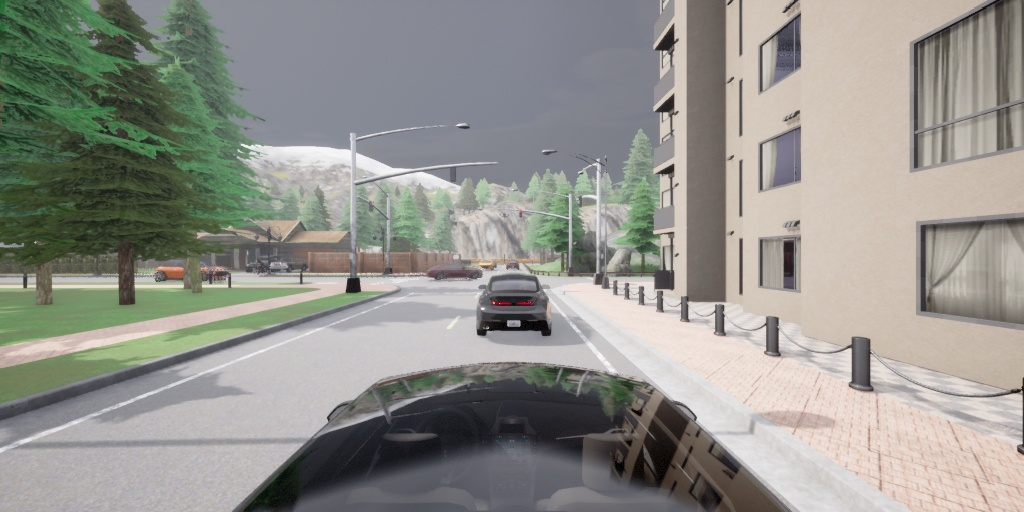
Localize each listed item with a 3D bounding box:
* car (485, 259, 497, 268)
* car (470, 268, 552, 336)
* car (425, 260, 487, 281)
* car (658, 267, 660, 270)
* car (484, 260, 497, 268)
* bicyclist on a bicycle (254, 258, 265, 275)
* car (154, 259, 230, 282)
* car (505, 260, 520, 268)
[{"bbox_3d":[-3.563,1.227,50.248,1.882,1.535,5.008,0,0,0],"label":"car"},{"bbox_3d":[0.062,1.255,10.382,1.837,1.490,4.892,0,0,0],"label":"car"},{"bbox_3d":[-4.751,1.269,29.449,4.674,1.442,1.812,0,1,-21],"label":"car"},{"bbox_3d":[16.028,0.987,32.081,5.566,2.045,2.150,0,0,-1],"label":"car"},{"bbox_3d":[-3.550,1.351,60.392,1.895,1.301,4.718,0,0,0],"label":"car"},{"bbox_3d":[-24.546,1.016,34.882,0.582,1.620,1.656,0,0,-1],"label":"bicyclist on a bicycle"},{"bbox_3d":[-24.273,1.088,27.398,4.553,1.767,2.097,0,0,-1],"label":"car"},{"bbox_3d":[0.123,1.275,53.547,1.812,1.442,4.674,0,0,0],"label":"car"}]
